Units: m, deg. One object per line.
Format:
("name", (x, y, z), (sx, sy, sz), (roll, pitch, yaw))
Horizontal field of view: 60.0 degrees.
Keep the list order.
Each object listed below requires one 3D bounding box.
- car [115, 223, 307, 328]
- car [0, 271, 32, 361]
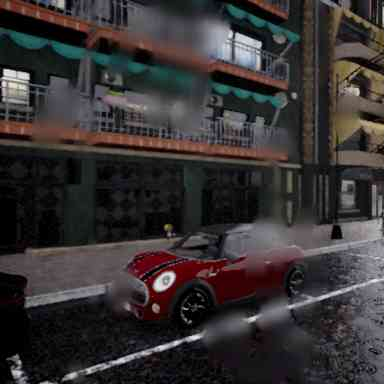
("car", (0.496, 1.436, 6.905), (4.097, 1.590, 1.967), (0, 0, -35))
("car", (-4.113, 1.568, 3.618), (4.313, 1.339, 1.947), (0, 1, -35))
